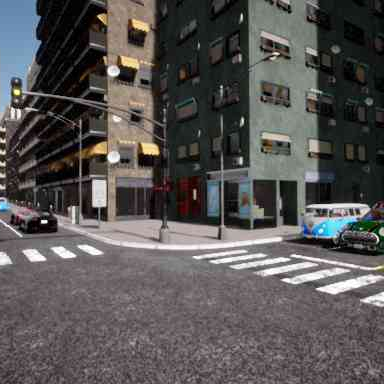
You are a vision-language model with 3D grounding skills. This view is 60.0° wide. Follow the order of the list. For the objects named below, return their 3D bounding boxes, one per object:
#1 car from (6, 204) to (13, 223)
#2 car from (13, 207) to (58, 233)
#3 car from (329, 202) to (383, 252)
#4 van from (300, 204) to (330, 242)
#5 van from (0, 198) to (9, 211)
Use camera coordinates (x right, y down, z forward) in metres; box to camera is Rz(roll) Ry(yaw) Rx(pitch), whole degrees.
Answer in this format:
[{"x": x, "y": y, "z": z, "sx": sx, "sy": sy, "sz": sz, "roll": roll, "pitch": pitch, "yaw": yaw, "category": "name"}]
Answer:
[{"x": -12.718, "y": 1.781, "z": 25.321, "sx": 1.802, "sy": 1.307, "sz": 4.206, "roll": 1, "pitch": -1, "yaw": -34, "category": "car"}, {"x": -9.595, "y": 1.741, "z": 20.708, "sx": 1.947, "sy": 1.339, "sz": 4.313, "roll": 1, "pitch": -1, "yaw": -34, "category": "car"}, {"x": 8.046, "y": 1.429, "z": 13.620, "sx": 4.553, "sy": 1.767, "sz": 2.097, "roll": 0, "pitch": -1, "yaw": -34, "category": "car"}, {"x": 6.955, "y": 1.466, "z": 15.997, "sx": 3.998, "sy": 1.788, "sz": 1.690, "roll": 0, "pitch": -1, "yaw": -34, "category": "van"}, {"x": -25.208, "y": 1.638, "z": 43.779, "sx": 1.690, "sy": 1.788, "sz": 3.998, "roll": 1, "pitch": -1, "yaw": -34, "category": "van"}]
